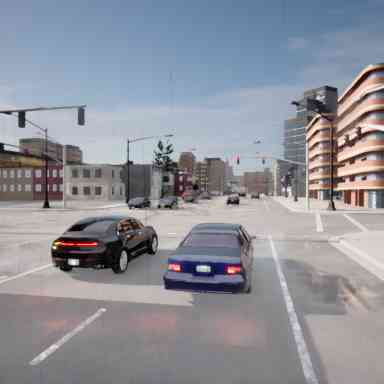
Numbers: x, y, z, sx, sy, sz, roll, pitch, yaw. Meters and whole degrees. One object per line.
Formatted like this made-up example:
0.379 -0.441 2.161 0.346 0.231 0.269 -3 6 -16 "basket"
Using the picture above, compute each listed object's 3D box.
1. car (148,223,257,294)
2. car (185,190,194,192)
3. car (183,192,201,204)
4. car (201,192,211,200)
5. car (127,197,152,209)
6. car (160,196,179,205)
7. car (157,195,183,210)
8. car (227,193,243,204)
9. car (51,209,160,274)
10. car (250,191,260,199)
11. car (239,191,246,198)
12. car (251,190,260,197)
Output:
0.707 1.547 8.957 2.033 1.411 5.357 0 0 11 "car"
-0.657 0.706 71.745 2.150 2.045 5.566 0 1 11 "car"
-0.170 1.246 56.484 1.837 1.490 4.892 0 1 11 "car"
2.872 0.827 71.551 2.097 1.767 4.553 0 1 11 "car"
-6.570 1.441 42.138 1.837 1.490 4.892 0 0 11 "car"
-3.753 1.355 56.420 1.895 1.301 4.718 0 1 11 "car"
-3.028 1.425 41.708 2.128 1.511 4.902 0 0 10 "car"
6.929 1.302 55.358 1.994 1.385 4.181 0 1 11 "car"
-2.511 1.505 10.700 1.837 1.490 4.892 0 0 11 "car"
14.335 0.880 75.441 2.128 1.511 4.902 0 1 11 "car"
12.981 0.552 86.719 2.097 1.767 4.553 0 1 11 "car"
16.337 0.464 85.645 2.097 1.767 4.553 0 1 11 "car"
